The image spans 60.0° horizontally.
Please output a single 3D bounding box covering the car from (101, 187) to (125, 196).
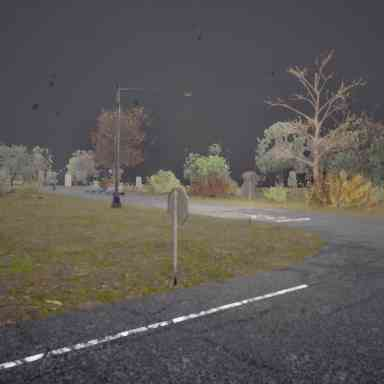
[{"bbox_3d":[-12.135,-0.173,52.015,1.994,1.385,4.181,0,2,-36],"label":"car"}]

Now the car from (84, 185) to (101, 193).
[{"bbox_3d":[-17.727,-0.498,59.808,2.033,1.411,5.357,0,2,-36],"label":"car"}]
